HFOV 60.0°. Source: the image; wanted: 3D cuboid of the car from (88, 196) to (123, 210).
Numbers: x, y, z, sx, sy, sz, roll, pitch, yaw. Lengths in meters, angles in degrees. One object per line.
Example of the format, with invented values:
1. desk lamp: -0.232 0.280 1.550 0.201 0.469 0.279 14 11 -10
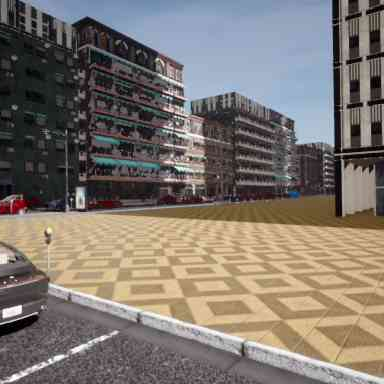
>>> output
1. car: -9.623 1.186 36.962 1.967 1.590 4.097 -1 0 36

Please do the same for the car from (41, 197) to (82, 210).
1. car: -16.391 1.415 41.902 1.887 1.381 4.507 -1 0 36

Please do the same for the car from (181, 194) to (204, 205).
1. car: 0.148 1.062 50.360 1.967 1.590 4.097 -1 0 36

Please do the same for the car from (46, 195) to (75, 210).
1. car: -14.714 1.189 39.819 2.097 1.767 4.553 -1 0 36

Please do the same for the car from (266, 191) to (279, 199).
1. car: 16.431 0.740 72.690 2.192 1.841 5.009 -1 0 36

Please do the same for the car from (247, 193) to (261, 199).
1. car: 16.178 1.040 86.562 1.947 1.339 4.313 -1 0 36

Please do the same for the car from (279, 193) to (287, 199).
1. car: 19.690 0.938 77.156 2.008 1.369 4.403 -1 0 36

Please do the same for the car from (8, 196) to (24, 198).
1. car: -19.978 1.453 32.601 2.033 1.411 5.357 -1 0 36

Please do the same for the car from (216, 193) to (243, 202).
1. car: 6.663 1.093 59.293 2.008 1.369 4.403 -1 0 36

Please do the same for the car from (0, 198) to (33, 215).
1. car: -16.135 1.413 28.030 1.802 1.307 4.206 -1 0 36

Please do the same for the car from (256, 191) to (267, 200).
1. car: 13.177 1.046 68.224 1.802 1.307 4.206 -1 0 36

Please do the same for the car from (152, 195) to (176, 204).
1. car: -4.410 1.231 53.897 1.812 1.442 4.674 -1 0 37

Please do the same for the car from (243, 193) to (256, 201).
1. car: 9.920 1.048 63.759 1.887 1.381 4.507 -1 0 36

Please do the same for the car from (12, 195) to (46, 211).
1. car: -19.651 1.228 37.435 2.192 1.841 5.009 -1 0 36

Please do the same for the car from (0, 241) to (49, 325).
1. car: -4.447 1.553 6.247 4.403 1.369 2.008 0 -1 36

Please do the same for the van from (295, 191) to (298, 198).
1. van: 26.202 0.654 86.089 1.690 1.788 3.998 -1 0 36

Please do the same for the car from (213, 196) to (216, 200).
1. car: 6.406 1.028 73.163 1.967 1.590 4.097 -1 0 36

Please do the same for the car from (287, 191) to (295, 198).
1. car: 22.948 0.932 81.623 1.802 1.307 4.206 -1 0 36
